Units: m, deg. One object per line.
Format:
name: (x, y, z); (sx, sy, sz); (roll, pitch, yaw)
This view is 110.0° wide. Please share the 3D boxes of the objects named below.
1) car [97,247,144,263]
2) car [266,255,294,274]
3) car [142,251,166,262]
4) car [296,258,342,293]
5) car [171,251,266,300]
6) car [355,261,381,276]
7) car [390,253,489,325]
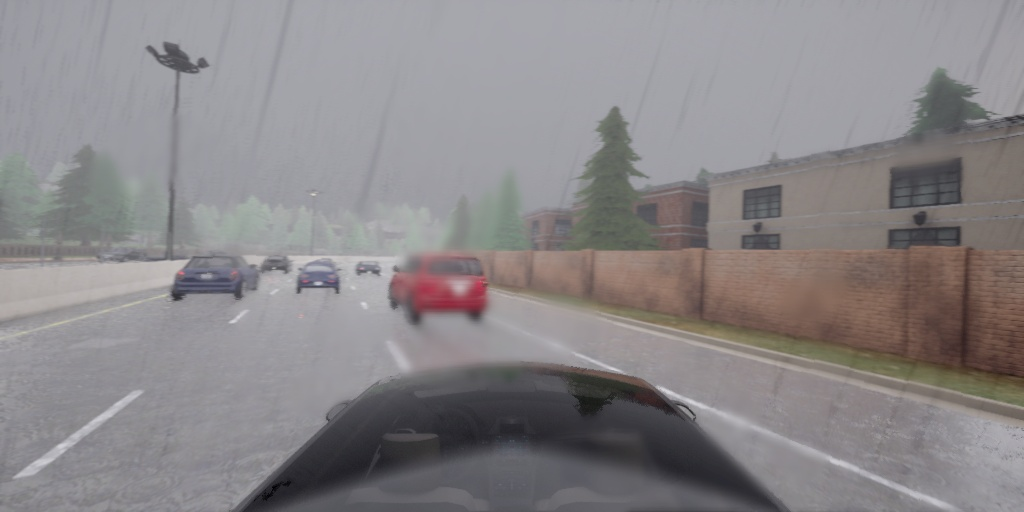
car: (-37.087, -0.123, 34.311); (2.128, 1.511, 4.902); (2, 0, -21)
car: (-20.039, 0.696, 30.801); (1.837, 1.490, 4.892); (2, 0, -26)
car: (-33.832, 0.351, 35.554); (1.895, 1.301, 4.718); (2, 0, -21)
car: (-9.676, 1.024, 18.046); (1.812, 1.442, 4.674); (2, -1, -27)
car: (-11.939, 0.735, 14.834); (2.097, 1.767, 4.553); (2, -1, -27)
car: (-13.132, 1.079, 32.581); (1.895, 1.301, 4.718); (2, -1, -27)
car: (-2.611, 0.950, 11.958); (2.150, 2.045, 5.566); (2, -1, -27)
